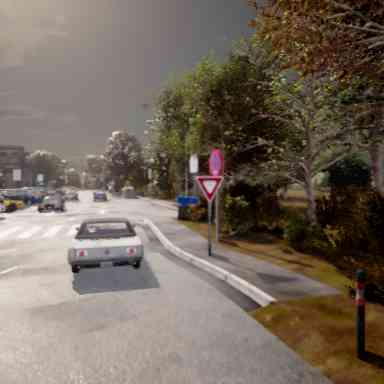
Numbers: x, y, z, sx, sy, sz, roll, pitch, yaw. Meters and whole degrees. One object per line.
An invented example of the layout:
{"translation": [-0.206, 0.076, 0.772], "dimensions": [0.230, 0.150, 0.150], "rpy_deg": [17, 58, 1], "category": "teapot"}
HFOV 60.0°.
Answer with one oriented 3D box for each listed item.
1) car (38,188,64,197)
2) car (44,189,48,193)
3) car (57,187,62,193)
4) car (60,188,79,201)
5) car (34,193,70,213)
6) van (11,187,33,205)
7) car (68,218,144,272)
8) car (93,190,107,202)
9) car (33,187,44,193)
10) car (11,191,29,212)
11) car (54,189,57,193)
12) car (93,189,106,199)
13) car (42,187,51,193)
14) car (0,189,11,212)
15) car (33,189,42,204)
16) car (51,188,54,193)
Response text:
{"translation": [-29.084, 0.102, 68.842], "dimensions": [4.553, 1.767, 2.185], "rpy_deg": [-2, 1, -36], "category": "car"}
{"translation": [-21.642, 0.765, 42.880], "dimensions": [4.674, 1.452, 2.002], "rpy_deg": [-2, 2, -36], "category": "car"}
{"translation": [-24.921, 0.243, 54.440], "dimensions": [5.566, 2.045, 2.435], "rpy_deg": [-2, 2, -36], "category": "car"}
{"translation": [-18.203, 0.540, 50.331], "dimensions": [2.128, 1.511, 4.902], "rpy_deg": [-1, 1, -16], "category": "car"}
{"translation": [-12.214, 1.042, 29.214], "dimensions": [1.994, 1.385, 4.181], "rpy_deg": [-1, 1, -16], "category": "car"}
{"translation": [-19.253, 0.682, 34.140], "dimensions": [4.442, 1.987, 1.878], "rpy_deg": [-2, 2, -36], "category": "van"}
{"translation": [-2.696, 1.457, 10.495], "dimensions": [1.895, 1.301, 4.718], "rpy_deg": [-1, 2, -15], "category": "car"}
{"translation": [-13.297, 0.578, 48.166], "dimensions": [1.812, 1.442, 4.674], "rpy_deg": [-1, 1, -16], "category": "car"}
{"translation": [-20.847, 0.660, 39.976], "dimensions": [4.553, 1.767, 2.185], "rpy_deg": [-2, 2, -36], "category": "car"}
{"translation": [-17.341, 1.014, 28.558], "dimensions": [5.366, 1.575, 1.946], "rpy_deg": [-2, 2, -36], "category": "car"}
{"translation": [-24.094, 0.580, 51.563], "dimensions": [4.792, 1.488, 2.163], "rpy_deg": [-2, 2, -36], "category": "car"}
{"translation": [-16.456, 0.333, 58.936], "dimensions": [2.128, 1.511, 4.902], "rpy_deg": [-1, 1, -16], "category": "car"}
{"translation": [-22.439, 0.540, 45.778], "dimensions": [4.553, 1.767, 2.185], "rpy_deg": [-2, 2, -36], "category": "car"}
{"translation": [-15.837, 0.892, 22.646], "dimensions": [5.566, 2.045, 2.435], "rpy_deg": [-2, 2, -36], "category": "car"}
{"translation": [-19.978, 0.844, 37.104], "dimensions": [5.008, 1.535, 2.097], "rpy_deg": [-2, 2, -36], "category": "car"}
{"translation": [-23.263, 0.482, 48.663], "dimensions": [4.553, 1.767, 2.185], "rpy_deg": [-2, 2, -36], "category": "car"}
